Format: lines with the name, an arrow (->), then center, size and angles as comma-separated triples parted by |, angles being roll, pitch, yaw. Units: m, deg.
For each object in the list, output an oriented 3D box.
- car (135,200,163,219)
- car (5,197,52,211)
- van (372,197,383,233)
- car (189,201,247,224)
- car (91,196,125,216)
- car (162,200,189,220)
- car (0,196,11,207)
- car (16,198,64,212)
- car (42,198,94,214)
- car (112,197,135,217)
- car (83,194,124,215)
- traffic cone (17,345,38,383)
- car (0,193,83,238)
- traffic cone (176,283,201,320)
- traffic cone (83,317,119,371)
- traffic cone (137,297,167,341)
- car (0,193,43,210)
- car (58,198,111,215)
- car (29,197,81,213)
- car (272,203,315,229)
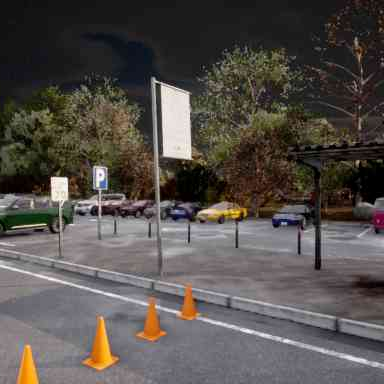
car -> -2.101, 1.473, 28.526 | 2.231, 1.521, 4.892 | 0, 0, 35
car -> -20.267, 1.452, 41.307 | 2.163, 1.488, 4.792 | 0, 0, 35
van -> 11.591, 1.264, 19.047 | 1.878, 1.987, 4.442 | 0, 0, 35
car -> 2.331, 1.475, 25.179 | 1.946, 1.575, 5.366 | 0, 0, 35
car -> -6.645, 1.466, 31.715 | 2.097, 1.535, 5.008 | 0, 0, 35
car -> 0.183, 1.504, 26.950 | 2.163, 1.488, 4.792 | 0, 0, 35
car -> -29.263, 1.332, 47.816 | 1.946, 1.575, 5.366 | 1, 0, 35
car -> -18.023, 1.469, 39.661 | 2.163, 1.488, 4.792 | 0, 0, 35
car -> -13.467, 1.455, 36.492 | 2.097, 1.535, 5.008 | 0, 0, 35
car -> -4.373, 1.469, 30.120 | 2.097, 1.535, 5.008 | 0, 0, 35
car -> -8.936, 1.212, 33.282 | 2.435, 2.045, 5.566 | 0, 0, 35
traffic cone -> -1.781, 1.957, 3.595 | 0.340, 0.580, 0.340 | 0, 0, 35
car -> -8.925, 1.221, 17.293 | 2.435, 2.045, 5.566 | 0, 0, 35
traffic cone -> -0.057, 1.957, 6.044 | 0.340, 0.580, 0.340 | 0, 0, 36
traffic cone -> -1.207, 1.957, 4.412 | 0.340, 0.580, 0.340 | 0, 0, 35
traffic cone -> -0.632, 1.957, 5.229 | 0.340, 0.580, 0.340 | 0, 0, 35
car -> -22.569, 1.153, 42.854 | 2.435, 2.045, 5.566 | 0, 0, 35
car -> -11.194, 1.461, 34.895 | 2.231, 1.521, 4.892 | 0, 0, 35
car -> -15.631, 1.444, 38.243 | 1.946, 1.575, 5.366 | 0, 0, 35
car -> 6.965, 1.513, 22.117 | 2.163, 1.488, 4.792 | 0, 0, 35
